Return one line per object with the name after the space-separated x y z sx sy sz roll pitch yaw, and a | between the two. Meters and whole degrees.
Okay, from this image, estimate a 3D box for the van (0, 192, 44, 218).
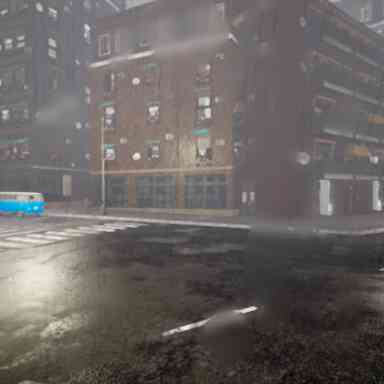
-12.778 0.902 24.480 3.998 1.788 1.690 1 0 26 | van
